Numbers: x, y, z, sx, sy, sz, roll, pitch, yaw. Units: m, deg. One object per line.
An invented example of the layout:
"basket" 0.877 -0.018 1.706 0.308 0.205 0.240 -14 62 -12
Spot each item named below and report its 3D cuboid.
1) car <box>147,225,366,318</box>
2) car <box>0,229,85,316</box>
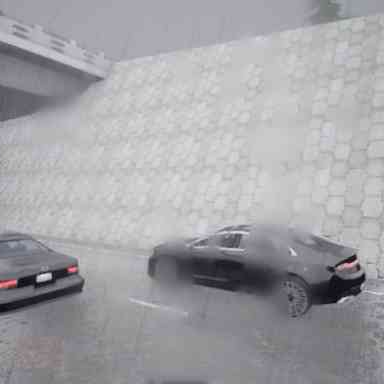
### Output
"car" 1.141 1.491 7.472 4.902 1.511 2.128 0 0 36
"car" -4.641 1.547 7.302 5.357 1.411 2.033 0 0 36
